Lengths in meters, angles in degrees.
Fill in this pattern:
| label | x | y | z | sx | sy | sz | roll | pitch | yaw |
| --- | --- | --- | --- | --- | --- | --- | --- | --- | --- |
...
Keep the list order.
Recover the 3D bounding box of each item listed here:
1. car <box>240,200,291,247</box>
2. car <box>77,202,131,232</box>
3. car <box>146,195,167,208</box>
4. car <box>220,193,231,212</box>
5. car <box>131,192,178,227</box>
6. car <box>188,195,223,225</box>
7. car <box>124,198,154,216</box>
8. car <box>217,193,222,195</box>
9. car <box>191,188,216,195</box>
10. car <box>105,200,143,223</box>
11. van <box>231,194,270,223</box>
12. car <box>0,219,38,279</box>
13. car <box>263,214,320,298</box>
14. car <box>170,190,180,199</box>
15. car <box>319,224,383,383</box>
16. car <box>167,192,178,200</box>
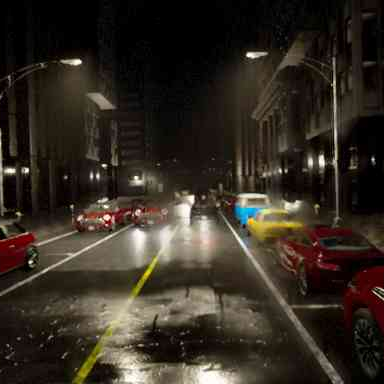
| label | x | y | z | sx | sy | sz | roll | pitch | yaw |
| --- | --- | --- | --- | --- | --- | --- | --- | --- | --- |
| car | 3.216 | 1.262 | 13.486 | 1.752 | 1.417 | 4.829 | -1 | 1 | 2 |
| car | -5.126 | 1.323 | 19.180 | 1.967 | 1.590 | 4.097 | -1 | 1 | 2 |
| car | -4.392 | 1.125 | 41.574 | 2.008 | 1.369 | 4.403 | -1 | 1 | 2 |
| car | 3.761 | 1.089 | 30.113 | 1.802 | 1.307 | 4.206 | -1 | 1 | 2 |
| car | -2.300 | 1.134 | 21.237 | 2.097 | 1.767 | 4.553 | -1 | 1 | 2 |
| car | 0.800 | 1.202 | 21.562 | 1.837 | 1.490 | 4.892 | -1 | 1 | 2 |
| car | -4.758 | 1.294 | 30.378 | 1.947 | 1.339 | 4.313 | -1 | 1 | 2 |
| car | 3.944 | 1.012 | 35.711 | 1.802 | 1.307 | 4.206 | -1 | 1 | 2 |
| car | 1.346 | 0.680 | 38.948 | 2.150 | 2.045 | 5.566 | -1 | 1 | 2 |
| car | -4.940 | 1.387 | 24.779 | 1.802 | 1.307 | 4.206 | -1 | 1 | 2 |
| van | 3.389 | 1.003 | 18.912 | 1.690 | 1.788 | 3.998 | -1 | 1 | 2 |
| car | -5.492 | 1.478 | 7.984 | 1.967 | 1.590 | 4.097 | -1 | 1 | 2 |
| car | 3.029 | 1.399 | 7.719 | 1.802 | 1.307 | 4.206 | -1 | 1 | 2 |
| car | -3.849 | 0.661 | 58.366 | 2.192 | 1.841 | 5.009 | -1 | 1 | 2 |
| car | 2.840 | 1.210 | 2.116 | 2.192 | 1.841 | 5.009 | -1 | 1 | 2 |
| car | -3.666 | 0.797 | 63.797 | 1.752 | 1.417 | 4.829 | -1 | 1 | 2 |
